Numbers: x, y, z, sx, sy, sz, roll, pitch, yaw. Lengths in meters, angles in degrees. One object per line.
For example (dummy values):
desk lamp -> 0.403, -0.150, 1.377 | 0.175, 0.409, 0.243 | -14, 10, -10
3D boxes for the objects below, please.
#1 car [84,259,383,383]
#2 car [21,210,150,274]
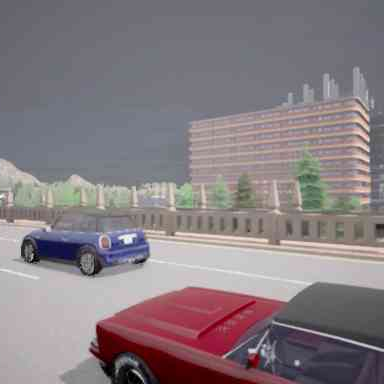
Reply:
car -> 1.163, 1.609, 3.162 | 4.718, 1.301, 1.895 | -1, 0, 35
car -> -3.573, 1.448, 10.841 | 4.553, 1.767, 2.097 | -1, 0, 36
